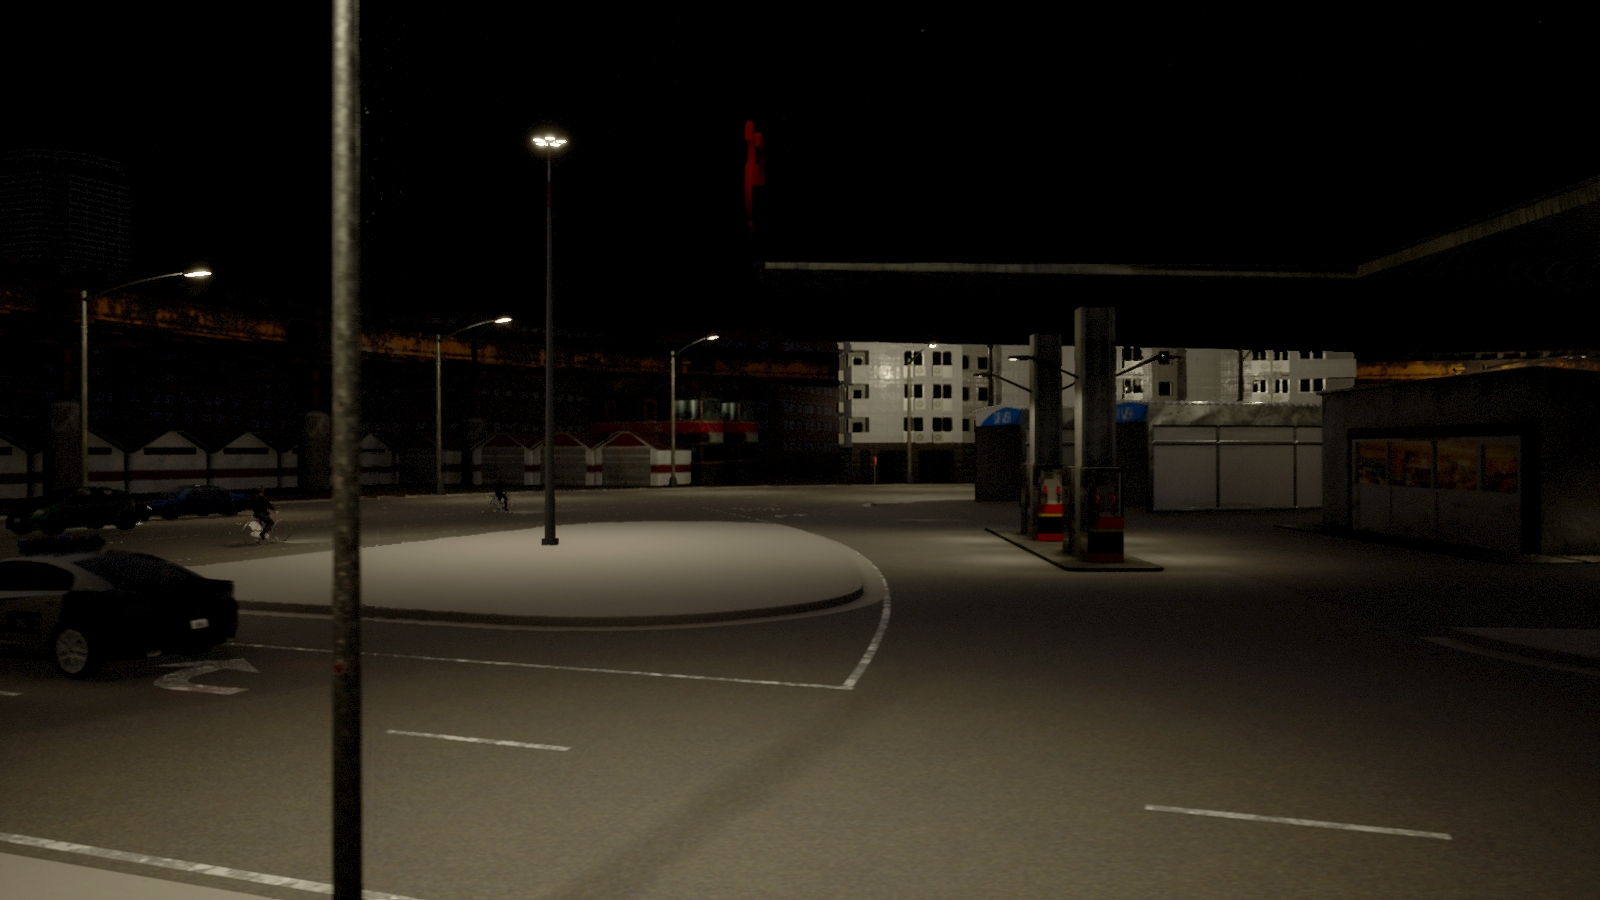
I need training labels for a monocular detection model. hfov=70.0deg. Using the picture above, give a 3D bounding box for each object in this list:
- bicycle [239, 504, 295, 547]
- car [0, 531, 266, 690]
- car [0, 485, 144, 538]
[{"bbox_3d":[-16.170,2.275,34.713,0.329,1.196,1.835,0,0,20],"label":"bicycle"},{"bbox_3d":[-10.026,2.025,15.327,5.238,1.638,2.097,0,0,20],"label":"car"},{"bbox_3d":[-25.420,2.106,40.001,1.851,1.617,3.988,0,0,21],"label":"car"}]
